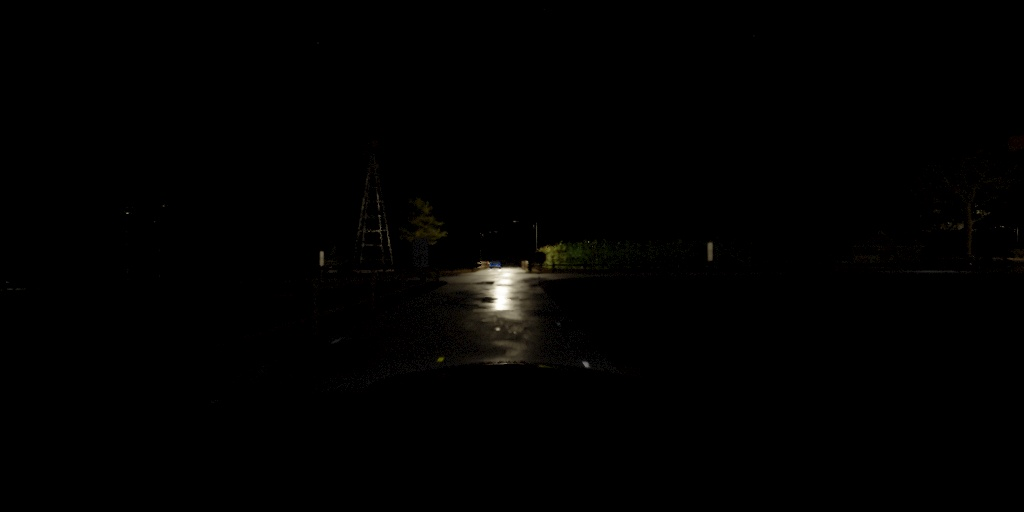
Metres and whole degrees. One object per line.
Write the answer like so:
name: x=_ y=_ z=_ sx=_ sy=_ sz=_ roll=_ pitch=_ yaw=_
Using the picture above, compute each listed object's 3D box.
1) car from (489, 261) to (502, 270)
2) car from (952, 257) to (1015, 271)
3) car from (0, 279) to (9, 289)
car: x=-2.769 y=1.520 z=60.005 sx=1.882 sy=1.535 sz=5.008 roll=0 pitch=1 yaw=0
car: x=49.061 y=0.809 z=37.389 sx=4.902 sy=1.511 sz=2.128 roll=0 pitch=0 yaw=0
car: x=-51.861 y=2.542 z=34.588 sx=5.008 sy=1.535 sz=1.882 roll=-2 pitch=0 yaw=0
